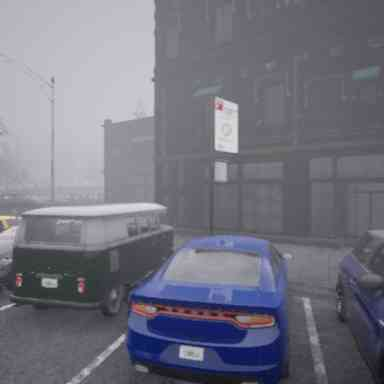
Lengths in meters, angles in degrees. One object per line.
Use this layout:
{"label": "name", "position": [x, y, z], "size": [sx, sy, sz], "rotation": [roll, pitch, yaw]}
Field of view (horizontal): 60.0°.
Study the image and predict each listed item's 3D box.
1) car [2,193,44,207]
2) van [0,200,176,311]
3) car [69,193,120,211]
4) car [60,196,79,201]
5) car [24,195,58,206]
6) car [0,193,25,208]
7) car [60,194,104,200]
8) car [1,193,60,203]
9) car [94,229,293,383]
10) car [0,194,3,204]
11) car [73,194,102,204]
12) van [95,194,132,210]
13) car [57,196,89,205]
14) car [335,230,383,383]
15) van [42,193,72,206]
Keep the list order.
{"label": "car", "position": [-26.051, 1.234, 51.306], "size": [5.566, 2.045, 2.435], "rotation": [-1, -1, 14]}
{"label": "van", "position": [-1.757, 1.259, 7.558], "size": [1.878, 1.987, 4.442], "rotation": [0, -1, 15]}
{"label": "car", "position": [-12.184, 1.236, 41.626], "size": [5.566, 2.045, 2.435], "rotation": [1, 1, 14]}
{"label": "car", "position": [-15.494, 1.513, 36.711], "size": [4.792, 1.488, 2.163], "rotation": [1, 1, 14]}
{"label": "car", "position": [-24.418, 1.362, 53.821], "size": [4.553, 1.767, 2.185], "rotation": [-1, -1, 14]}
{"label": "car", "position": [-27.796, 1.233, 48.791], "size": [5.566, 2.045, 2.435], "rotation": [-1, 0, 14]}
{"label": "car", "position": [-13.839, 1.234, 39.174], "size": [5.566, 2.045, 2.435], "rotation": [1, 1, 14]}
{"label": "car", "position": [-17.091, 1.232, 34.270], "size": [5.566, 2.045, 2.435], "rotation": [1, 0, 14]}
{"label": "car", "position": [0.654, 1.484, 5.693], "size": [2.097, 1.535, 5.008], "rotation": [0, -1, 16]}
{"label": "car", "position": [-11.584, 1.228, 14.432], "size": [2.435, 2.045, 5.566], "rotation": [0, -1, 15]}
{"label": "car", "position": [-19.287, 1.365, 61.302], "size": [4.553, 1.767, 2.185], "rotation": [-1, 0, 14]}
{"label": "van", "position": [-10.388, 1.264, 44.055], "size": [4.442, 1.987, 1.878], "rotation": [1, 0, 14]}
{"label": "car", "position": [-21.012, 1.491, 58.822], "size": [4.892, 1.521, 2.231], "rotation": [-1, -1, 14]}
{"label": "car", "position": [3.122, 1.361, 3.982], "size": [2.185, 1.767, 4.553], "rotation": [1, -1, 15]}
{"label": "van", "position": [-22.813, 1.264, 56.337], "size": [4.442, 1.987, 1.878], "rotation": [-1, 0, 14]}
